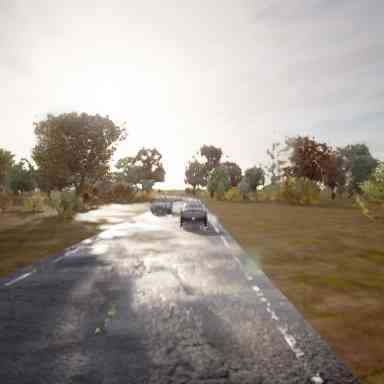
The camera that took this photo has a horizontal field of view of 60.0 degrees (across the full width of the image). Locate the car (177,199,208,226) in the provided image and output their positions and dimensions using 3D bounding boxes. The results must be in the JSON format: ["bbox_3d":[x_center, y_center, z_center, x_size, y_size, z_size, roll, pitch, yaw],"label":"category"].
[{"bbox_3d":[0.095,1.509,23.709,2.128,1.511,4.902,0,0,0],"label":"car"}]

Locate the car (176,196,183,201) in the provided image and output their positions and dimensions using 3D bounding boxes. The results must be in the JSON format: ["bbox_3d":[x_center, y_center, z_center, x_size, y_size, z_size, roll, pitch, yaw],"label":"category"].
[{"bbox_3d":[-3.012,1.534,74.581,1.812,1.442,4.674,0,0,0],"label":"car"}]

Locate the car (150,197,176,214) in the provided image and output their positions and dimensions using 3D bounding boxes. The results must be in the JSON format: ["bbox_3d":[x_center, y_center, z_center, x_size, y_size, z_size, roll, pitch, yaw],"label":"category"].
[{"bbox_3d":[-3.097,1.373,34.870,2.097,1.767,4.553,0,0,0],"label":"car"}]

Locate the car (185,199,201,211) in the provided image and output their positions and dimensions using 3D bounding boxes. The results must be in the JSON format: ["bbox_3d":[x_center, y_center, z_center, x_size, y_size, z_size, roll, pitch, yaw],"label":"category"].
[{"bbox_3d":[0.093,1.622,42.549,1.895,1.301,4.718,0,0,0],"label":"car"}]
